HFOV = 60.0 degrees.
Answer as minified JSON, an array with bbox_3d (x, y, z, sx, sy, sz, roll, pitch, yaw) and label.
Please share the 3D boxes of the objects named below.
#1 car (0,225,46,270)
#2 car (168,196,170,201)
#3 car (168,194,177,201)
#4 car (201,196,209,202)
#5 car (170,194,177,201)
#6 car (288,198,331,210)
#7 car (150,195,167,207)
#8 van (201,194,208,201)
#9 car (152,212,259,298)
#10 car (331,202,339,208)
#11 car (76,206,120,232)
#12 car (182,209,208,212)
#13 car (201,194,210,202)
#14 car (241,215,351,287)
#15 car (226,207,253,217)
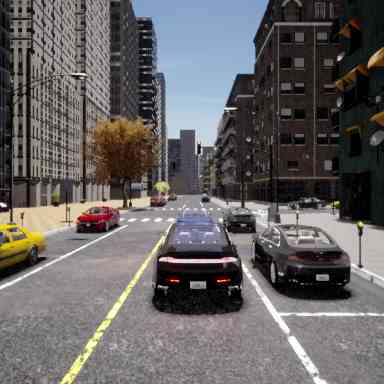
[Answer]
[{"bbox_3d":[-5.649,1.526,8.988,1.752,1.417,4.829,0,0,0],"label":"car"},{"bbox_3d":[-5.405,1.607,58.134,1.947,1.339,4.313,0,0,0],"label":"car"},{"bbox_3d":[-5.241,1.410,91.271,2.192,1.841,5.009,0,0,0],"label":"car"},{"bbox_3d":[3.086,1.599,80.353,1.752,1.417,4.829,0,0,0],"label":"car"},{"bbox_3d":[-5.268,1.650,85.749,1.947,1.339,4.313,0,0,0],"label":"car"},{"bbox_3d":[13.620,1.359,39.534,4.403,1.369,2.008,-1,1,0],"label":"car"},{"bbox_3d":[-5.433,1.349,52.611,2.192,1.841,5.009,0,0,0],"label":"car"},{"bbox_3d":[3.113,1.425,85.707,1.690,1.788,3.998,0,0,0],"label":"van"},{"bbox_3d":[0.130,1.492,8.518,2.128,1.511,4.902,0,0,0],"label":"car"},{"bbox_3d":[19.017,1.259,39.562,4.829,1.417,1.752,-1,1,0],"label":"car"},{"bbox_3d":[-5.594,1.549,20.224,1.887,1.381,4.507,0,0,0],"label":"car"},{"bbox_3d":[0.167,1.605,18.636,1.895,1.301,4.718,0,0,1],"label":"car"},{"bbox_3d":[3.058,1.630,74.660,1.947,1.339,4.313,0,0,0],"label":"car"},{"bbox_3d":[2.732,1.552,9.116,2.008,1.369,4.403,0,0,0],"label":"car"},{"bbox_3d":[2.786,1.555,20.182,2.008,1.369,4.403,0,0,0],"label":"car"}]
